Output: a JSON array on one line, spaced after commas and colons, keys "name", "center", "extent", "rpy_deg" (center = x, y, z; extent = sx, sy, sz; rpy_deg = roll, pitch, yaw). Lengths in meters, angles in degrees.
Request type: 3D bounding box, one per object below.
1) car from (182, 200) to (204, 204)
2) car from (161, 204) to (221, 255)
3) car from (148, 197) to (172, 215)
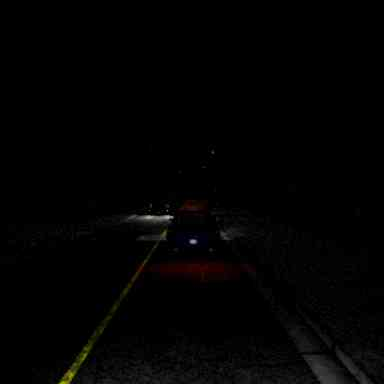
[{"name": "car", "center": [0.087, 1.420, 29.437], "extent": [1.882, 1.535, 5.008], "rpy_deg": [0, 0, 0]}, {"name": "car", "center": [0.073, 1.452, 13.160], "extent": [1.882, 1.535, 5.008], "rpy_deg": [0, 0, 1]}, {"name": "car", "center": [-3.052, 1.288, 32.546], "extent": [2.097, 1.767, 4.553], "rpy_deg": [0, 0, 0]}]
